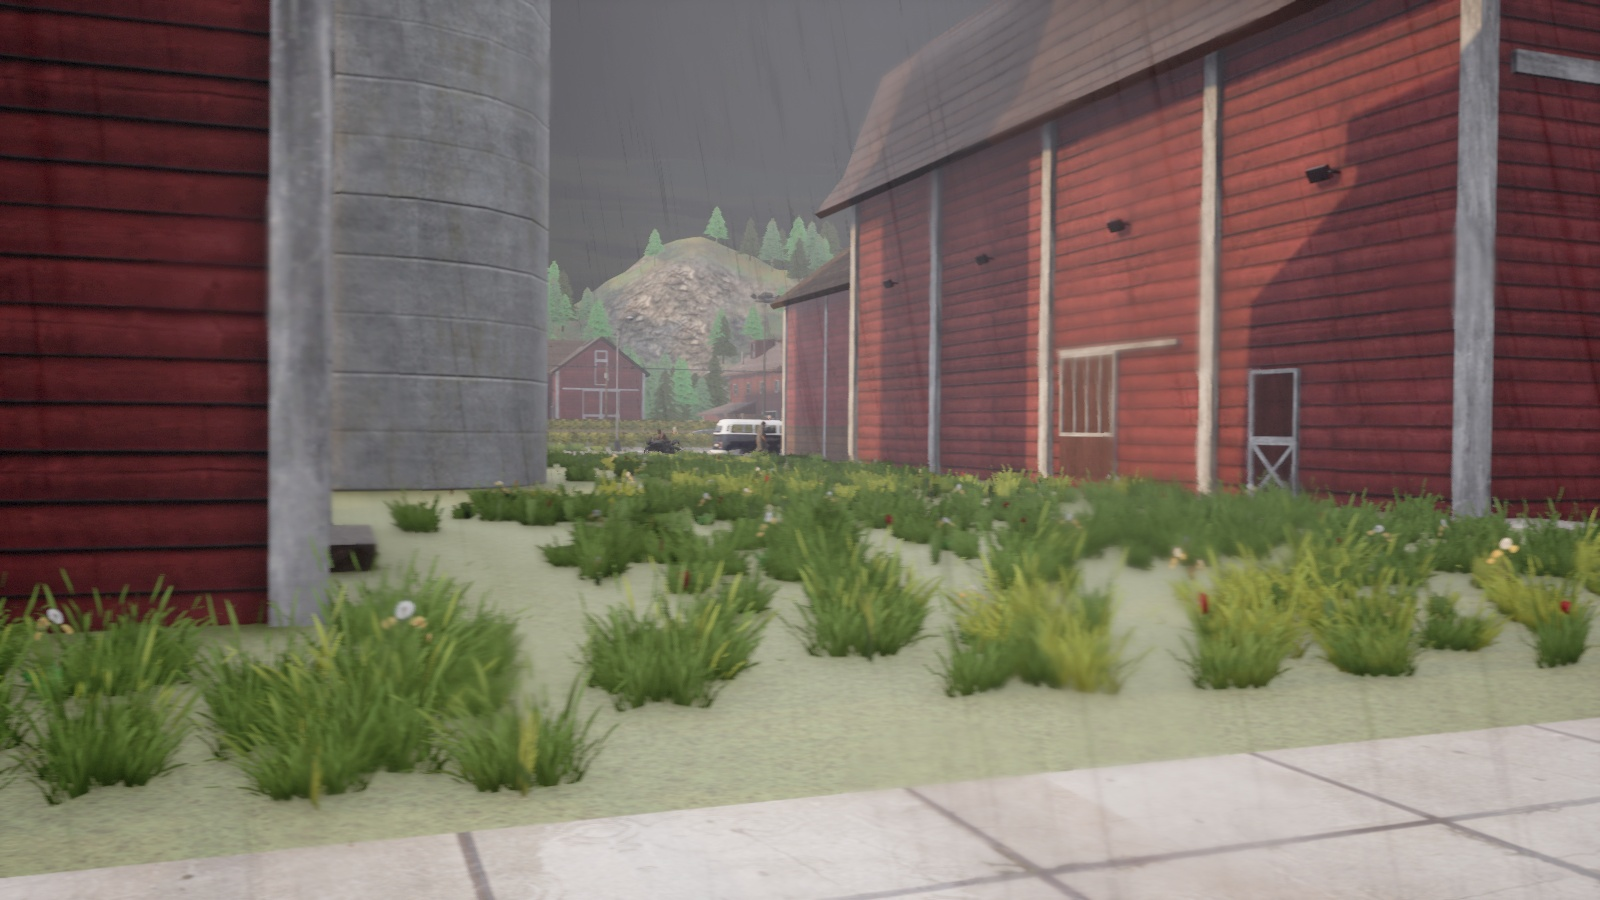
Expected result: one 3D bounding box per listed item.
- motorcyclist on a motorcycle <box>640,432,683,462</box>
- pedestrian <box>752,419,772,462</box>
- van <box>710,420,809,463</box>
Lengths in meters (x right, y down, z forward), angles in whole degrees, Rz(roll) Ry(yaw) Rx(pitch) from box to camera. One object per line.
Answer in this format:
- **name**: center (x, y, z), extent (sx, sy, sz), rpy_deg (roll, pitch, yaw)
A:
- **motorcyclist on a motorcycle**: center (-7.076, -0.160, 64.097), extent (2.044, 1.523, 0.797), rpy_deg (-1, 1, -21)
- **pedestrian**: center (-1.710, -0.433, 57.236), extent (0.873, 1.952, 0.659), rpy_deg (-1, 1, 0)
- **van**: center (-2.014, -0.443, 62.270), extent (4.480, 2.038, 2.069), rpy_deg (-1, 1, -21)
